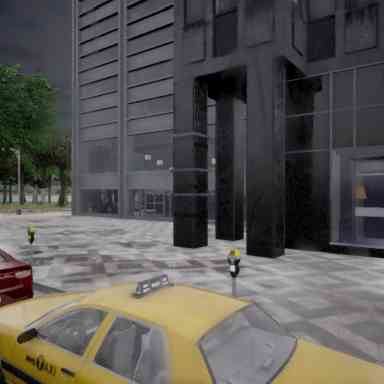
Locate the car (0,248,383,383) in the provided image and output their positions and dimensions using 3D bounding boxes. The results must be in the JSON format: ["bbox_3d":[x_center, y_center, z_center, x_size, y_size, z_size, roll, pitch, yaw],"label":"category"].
[{"bbox_3d":[-0.591,1.525,3.384,4.829,1.417,1.752,0,0,36],"label":"car"}]
